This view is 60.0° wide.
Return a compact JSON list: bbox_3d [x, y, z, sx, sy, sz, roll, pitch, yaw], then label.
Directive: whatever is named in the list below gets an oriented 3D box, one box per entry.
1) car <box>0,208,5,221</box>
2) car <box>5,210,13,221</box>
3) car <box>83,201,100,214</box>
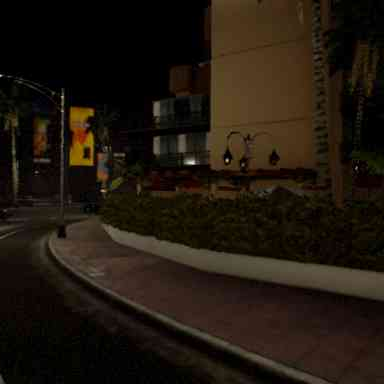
[{"bbox_3d":[-11.278,1.606,16.676,2.128,1.511,4.902,1,-1,-19],"label":"car"},{"bbox_3d":[-16.572,1.742,26.764,2.033,1.411,5.357,1,-1,-2],"label":"car"},{"bbox_3d":[-12.008,1.929,42.069,2.128,1.511,4.902,0,-1,9],"label":"car"}]
